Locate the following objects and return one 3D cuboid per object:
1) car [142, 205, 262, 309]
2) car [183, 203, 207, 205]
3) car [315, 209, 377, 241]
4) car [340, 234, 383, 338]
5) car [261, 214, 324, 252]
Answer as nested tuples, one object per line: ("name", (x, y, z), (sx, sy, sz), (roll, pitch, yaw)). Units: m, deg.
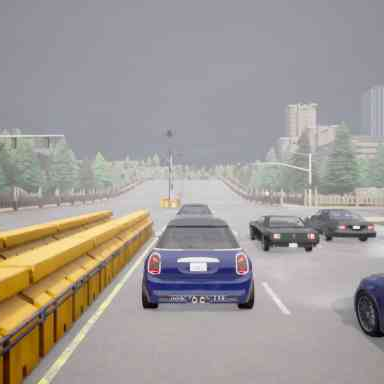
("car", (0.117, 1.352, 8.032), (2.097, 1.767, 4.553), (0, 0, 0))
("car", (0.135, 1.352, 16.968), (2.097, 1.767, 4.553), (0, 0, 0))
("car", (7.111, 1.547, 16.577), (2.033, 1.411, 5.357), (0, 0, 4))
("car", (3.610, 1.526, 3.652), (1.812, 1.442, 4.674), (0, 0, 0))
("car", (3.626, 1.601, 14.003), (1.895, 1.301, 4.718), (0, 0, 1))
